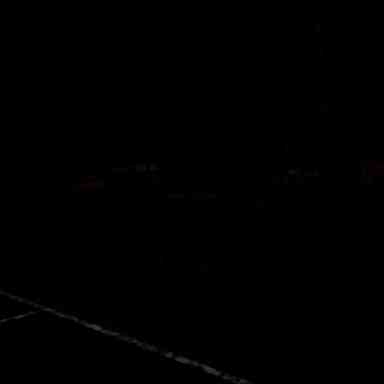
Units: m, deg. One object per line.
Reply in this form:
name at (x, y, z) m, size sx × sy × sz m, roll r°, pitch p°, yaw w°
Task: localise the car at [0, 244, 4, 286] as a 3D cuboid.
car at (-5.968, 1.267, 7.102) m, size 5.009 × 1.841 × 2.192 m, roll 0°, pitch -2°, yaw 36°
